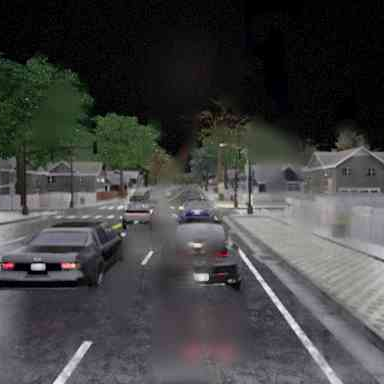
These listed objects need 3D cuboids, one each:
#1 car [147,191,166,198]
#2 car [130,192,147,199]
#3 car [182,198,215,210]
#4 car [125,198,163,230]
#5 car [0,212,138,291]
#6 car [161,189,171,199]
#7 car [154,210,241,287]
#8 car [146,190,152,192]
[{"bbox_3d":[-6.025,0.963,56.312,1.812,1.442,4.674,0,1,1],"label":"car"},{"bbox_3d":[-9.277,1.003,56.253,1.994,1.385,4.181,0,1,1],"label":"car"},{"bbox_3d":[0.399,1.221,21.745,2.097,1.767,4.553,0,1,2],"label":"car"},{"bbox_3d":[-2.934,1.376,20.139,2.128,1.511,4.902,0,1,1],"label":"car"},{"bbox_3d":[-3.029,1.514,9.083,2.033,1.411,5.357,0,0,0],"label":"car"},{"bbox_3d":[-5.809,0.326,71.571,2.150,2.045,5.566,0,2,1],"label":"car"},{"bbox_3d":[0.220,1.472,9.224,1.837,1.490,4.892,0,1,1],"label":"car"},{"bbox_3d":[-9.062,0.464,71.264,2.097,1.767,4.553,0,2,1],"label":"car"}]
